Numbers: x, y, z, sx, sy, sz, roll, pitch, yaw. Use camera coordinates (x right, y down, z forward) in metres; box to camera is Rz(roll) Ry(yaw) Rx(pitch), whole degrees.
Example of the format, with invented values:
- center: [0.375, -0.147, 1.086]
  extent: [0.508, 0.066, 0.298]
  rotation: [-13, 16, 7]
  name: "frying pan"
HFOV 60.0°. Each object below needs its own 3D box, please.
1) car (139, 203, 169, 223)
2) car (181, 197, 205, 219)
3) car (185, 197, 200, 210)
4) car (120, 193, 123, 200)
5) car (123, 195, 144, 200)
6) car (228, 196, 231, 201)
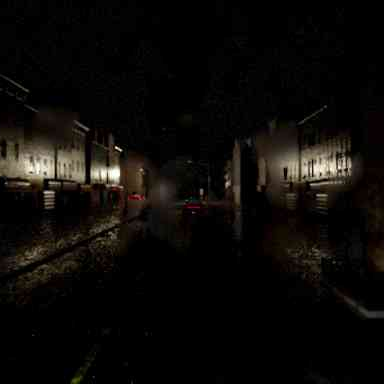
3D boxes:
- center: [-2.820, 1.545, 25.529]
  extent: [1.994, 1.385, 4.181]
  rotation: [0, 0, 0]
  name: "car"
- center: [0.103, 1.467, 29.324]
  extent: [2.128, 1.511, 4.902]
  rotation: [0, 0, 0]
  name: "car"
- center: [0.102, 1.445, 44.240]
  extent: [1.882, 1.535, 5.008]
  rotation: [0, 0, 0]
  name: "car"
- center: [-20.105, 1.139, 85.842]
  extent: [5.009, 1.841, 2.192]
  rotation: [0, 0, 0]
  name: "car"
- center: [-14.673, 1.407, 85.848]
  extent: [4.507, 1.381, 1.887]
  rotation: [0, 0, 0]
  name: "car"
- center: [11.738, 1.372, 85.888]
  extent: [5.009, 1.841, 2.192]
  rotation: [0, -1, 0]
  name: "car"
